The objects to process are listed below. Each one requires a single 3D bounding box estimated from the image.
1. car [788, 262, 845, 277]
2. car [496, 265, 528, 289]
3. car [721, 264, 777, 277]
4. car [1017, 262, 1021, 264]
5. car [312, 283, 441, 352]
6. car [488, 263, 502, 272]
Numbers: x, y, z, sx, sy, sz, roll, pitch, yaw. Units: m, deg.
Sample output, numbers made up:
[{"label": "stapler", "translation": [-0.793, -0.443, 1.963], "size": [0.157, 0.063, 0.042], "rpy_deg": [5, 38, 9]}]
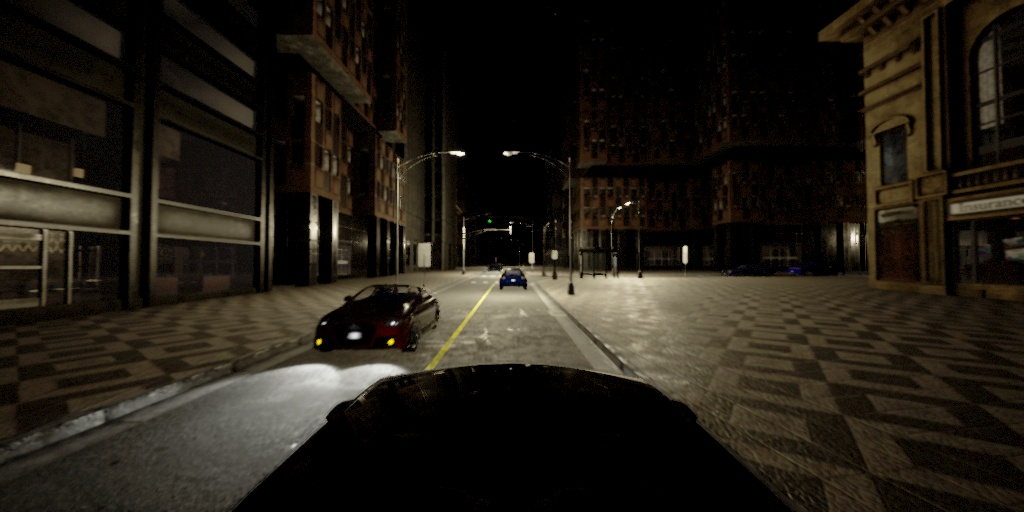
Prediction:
[{"label": "car", "translation": [31.134, 1.425, 36.718], "size": [5.008, 1.535, 1.882], "rpy_deg": [0, -1, 0]}, {"label": "car", "translation": [0.088, 1.602, 25.884], "size": [1.994, 1.385, 4.181], "rpy_deg": [0, -1, 0]}, {"label": "car", "translation": [26.343, 1.604, 39.905], "size": [5.357, 1.411, 2.033], "rpy_deg": [0, -1, 0]}, {"label": "car", "translation": [52.439, 1.344, 36.751], "size": [4.674, 1.442, 1.812], "rpy_deg": [0, -1, 0]}, {"label": "car", "translation": [-3.098, 1.402, 9.044], "size": [1.994, 1.385, 4.181], "rpy_deg": [0, -1, 0]}, {"label": "car", "translation": [-3.040, 2.034, 62.231], "size": [1.994, 1.385, 4.181], "rpy_deg": [0, -1, 1]}]
